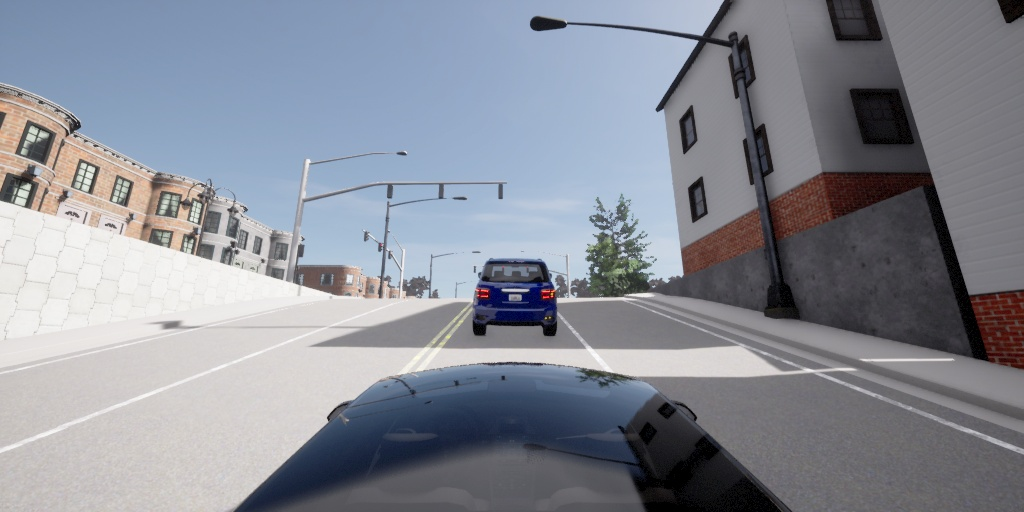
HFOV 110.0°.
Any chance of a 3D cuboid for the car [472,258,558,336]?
[{"bbox_3d":[0.088,1.097,11.008,2.150,2.045,5.566,1,-1,0],"label":"car"}]
